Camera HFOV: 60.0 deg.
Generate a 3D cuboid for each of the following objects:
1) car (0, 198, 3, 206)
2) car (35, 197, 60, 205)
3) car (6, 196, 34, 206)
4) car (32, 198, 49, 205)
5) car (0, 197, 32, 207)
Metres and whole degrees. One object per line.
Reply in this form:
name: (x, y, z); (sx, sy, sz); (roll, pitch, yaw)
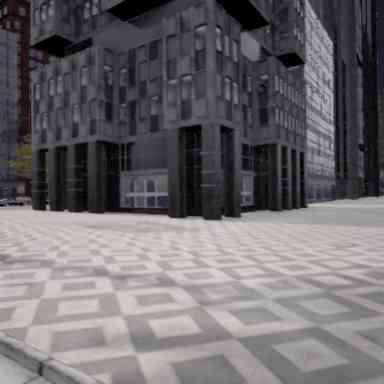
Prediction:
car: (-35.152, 1.806, 57.131); (1.802, 1.307, 4.206); (-1, 0, 35)
car: (-28.748, 1.778, 66.415); (1.802, 1.307, 4.206); (-1, 0, 35)
car: (-31.952, 1.649, 61.773); (1.967, 1.590, 4.097); (-1, 0, 35)
car: (-24.936, 1.646, 56.928); (1.947, 1.339, 4.313); (-1, 0, 35)
car: (-28.137, 1.661, 52.287); (1.947, 1.339, 4.313); (-1, 0, 35)
